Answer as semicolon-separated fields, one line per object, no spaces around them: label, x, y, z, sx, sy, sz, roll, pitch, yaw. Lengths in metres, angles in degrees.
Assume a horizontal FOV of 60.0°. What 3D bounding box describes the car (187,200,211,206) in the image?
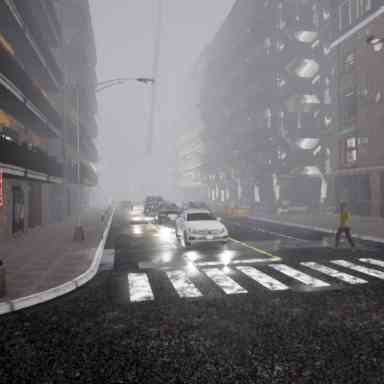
car;0.257;1.626;31.141;2.128;1.511;4.902;-1;0;-12

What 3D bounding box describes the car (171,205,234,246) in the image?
car;0.303;1.601;15.979;1.812;1.442;4.674;-1;0;-11

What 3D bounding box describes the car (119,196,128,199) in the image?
car;-14.438;1.851;71.181;2.192;1.841;5.009;-1;0;-12

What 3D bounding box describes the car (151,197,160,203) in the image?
car;-9.877;2.156;89.544;1.802;1.307;4.206;-1;0;-12

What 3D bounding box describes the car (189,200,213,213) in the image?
car;1.021;1.710;39.765;1.887;1.381;4.507;-1;0;-12

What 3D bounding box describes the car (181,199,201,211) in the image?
car;-0.189;1.754;45.295;1.887;1.381;4.507;-1;0;-12

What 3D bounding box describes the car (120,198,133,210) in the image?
car;-9.590;1.938;49.053;1.802;1.307;4.206;-1;0;-12

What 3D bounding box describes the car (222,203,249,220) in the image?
car;3.407;1.608;28.871;1.752;1.417;4.829;-1;0;-12

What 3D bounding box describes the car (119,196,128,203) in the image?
car;-19.282;2.045;93.302;2.192;1.841;5.009;-1;0;-12

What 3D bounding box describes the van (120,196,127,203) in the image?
van;-18.070;2.017;87.774;1.690;1.788;3.998;-1;0;-12

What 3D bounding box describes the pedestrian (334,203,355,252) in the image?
pedestrian;5.645;1.286;12.321;0.375;1.860;0.375;-1;0;-12

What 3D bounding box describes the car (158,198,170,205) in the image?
car;-6.244;1.985;72.952;2.008;1.369;4.403;-1;0;-12

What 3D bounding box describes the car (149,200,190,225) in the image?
car;-1.869;1.632;25.899;2.128;1.511;4.902;-1;0;-12

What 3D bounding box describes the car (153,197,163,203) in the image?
car;-8.668;1.966;84.013;1.967;1.590;4.097;-1;0;-12

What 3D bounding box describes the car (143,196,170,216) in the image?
car;-4.113;1.438;36.180;2.150;2.045;5.566;-1;0;-12

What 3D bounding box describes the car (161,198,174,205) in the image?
car;-5.033;1.940;67.421;2.008;1.369;4.403;-1;0;-12
